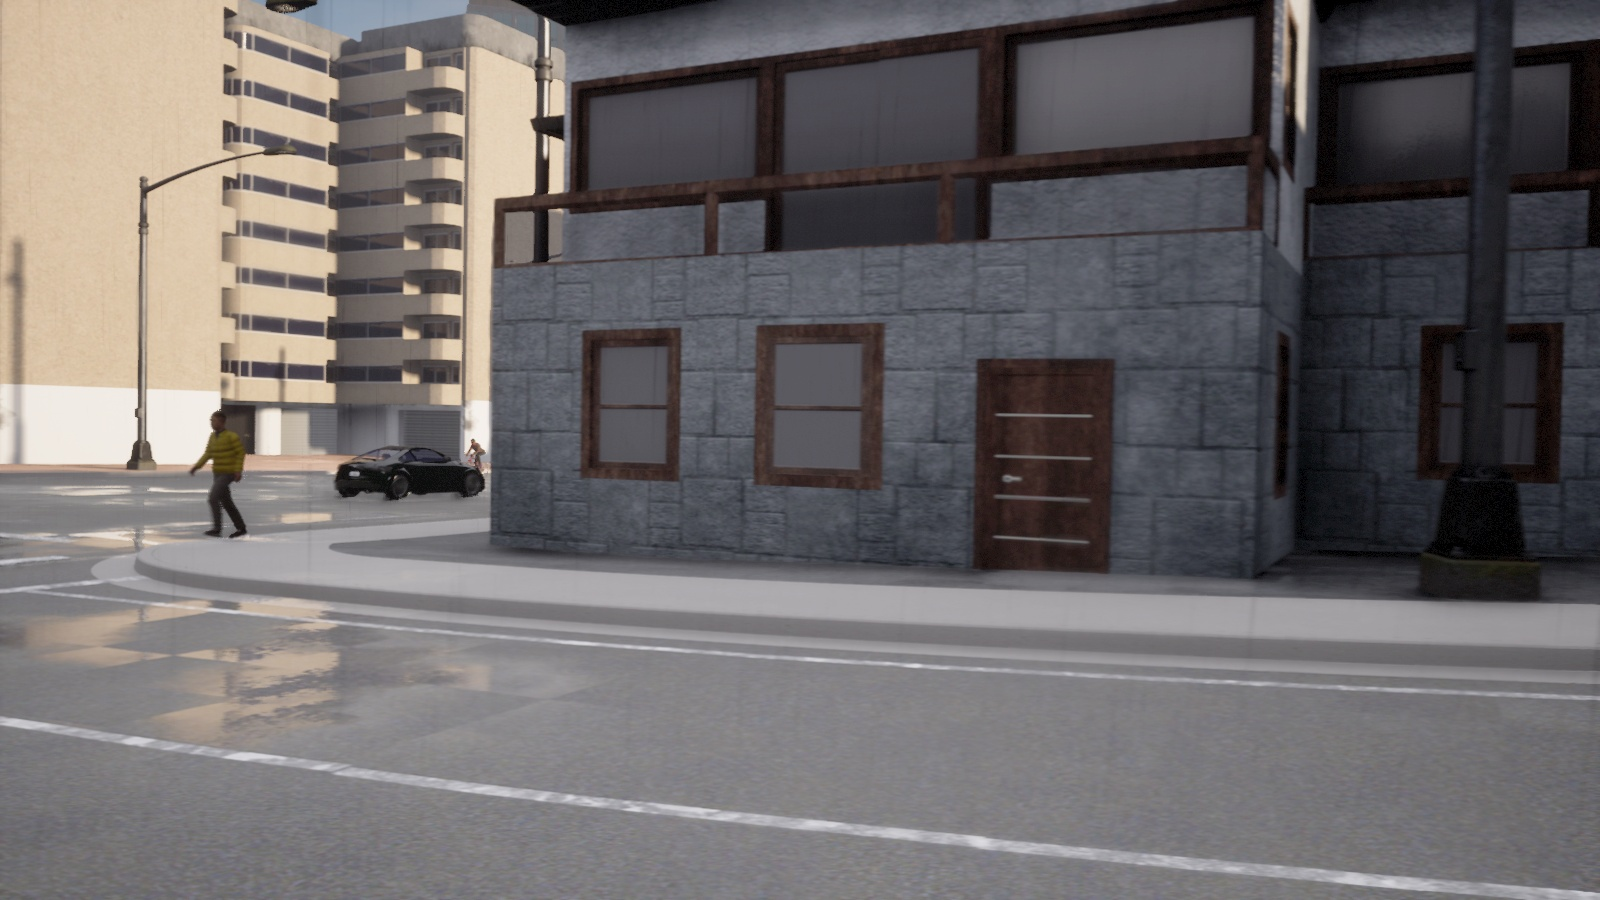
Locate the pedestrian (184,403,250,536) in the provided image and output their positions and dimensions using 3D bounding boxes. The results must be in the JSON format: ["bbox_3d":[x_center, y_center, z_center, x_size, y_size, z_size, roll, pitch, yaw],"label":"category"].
[{"bbox_3d":[-8.278,0.270,17.839,0.431,1.840,0.709,2,2,36],"label":"pedestrian"}]

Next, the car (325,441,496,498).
[{"bbox_3d":[-10.371,0.504,33.750,1.994,1.385,4.181,2,0,27],"label":"car"}]
